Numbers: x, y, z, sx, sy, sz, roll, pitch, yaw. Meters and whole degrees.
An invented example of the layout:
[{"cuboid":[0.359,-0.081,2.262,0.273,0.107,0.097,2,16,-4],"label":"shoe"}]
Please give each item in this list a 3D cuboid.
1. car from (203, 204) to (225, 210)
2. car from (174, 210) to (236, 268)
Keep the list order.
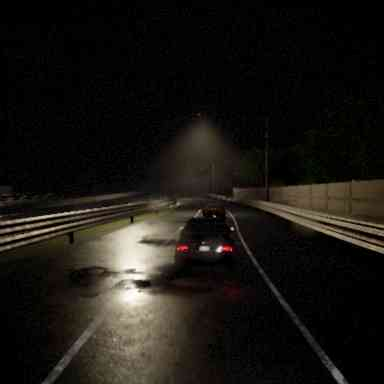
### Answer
[{"cuboid":[1.949,1.700,29.142,1.895,1.301,4.718,0,0,5],"label":"car"},{"cuboid":[0.488,1.588,11.477,2.033,1.411,5.357,0,0,3],"label":"car"}]
